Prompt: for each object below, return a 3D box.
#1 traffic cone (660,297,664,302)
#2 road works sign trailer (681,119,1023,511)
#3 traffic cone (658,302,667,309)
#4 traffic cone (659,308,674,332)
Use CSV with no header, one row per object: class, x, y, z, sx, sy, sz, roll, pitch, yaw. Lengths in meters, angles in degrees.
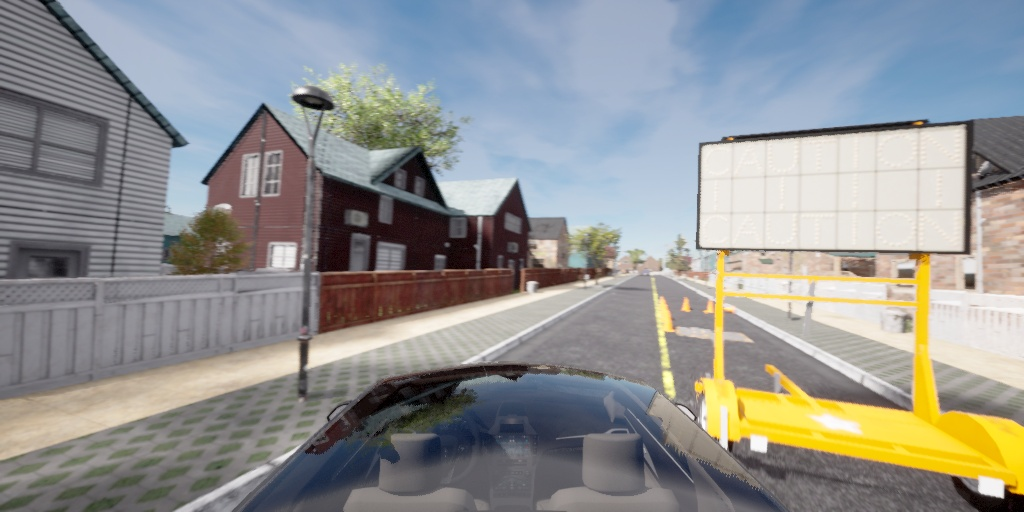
traffic cone,6.244,2.105,14.805,0.340,0.580,0.340,0,0,21
road works sign trailer,3.361,0.359,4.133,2.380,3.560,2.880,0,0,22
traffic cone,5.522,2.052,12.940,0.340,0.580,0.340,0,0,21
traffic cone,4.801,1.999,11.076,0.340,0.580,0.340,0,0,21
